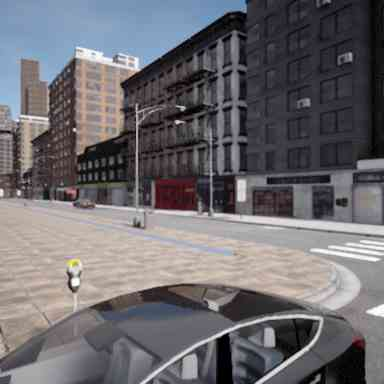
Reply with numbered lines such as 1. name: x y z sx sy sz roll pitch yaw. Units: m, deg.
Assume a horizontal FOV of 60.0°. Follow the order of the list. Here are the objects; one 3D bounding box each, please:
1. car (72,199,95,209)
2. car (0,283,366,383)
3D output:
1. car: -15.302 1.625 46.911 2.033 1.411 5.357 0 0 -35
2. car: -0.364 1.563 2.553 4.313 1.339 1.947 0 0 -35
